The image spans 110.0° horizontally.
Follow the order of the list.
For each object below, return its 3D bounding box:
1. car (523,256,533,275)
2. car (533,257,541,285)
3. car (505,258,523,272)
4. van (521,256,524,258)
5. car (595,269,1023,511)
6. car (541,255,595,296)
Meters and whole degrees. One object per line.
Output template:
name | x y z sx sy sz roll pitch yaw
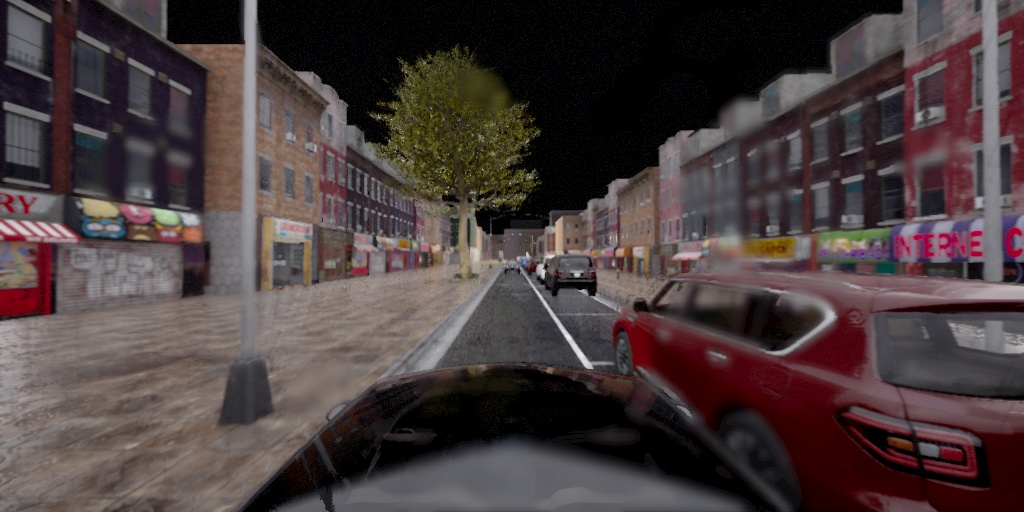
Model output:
car | 2.634 1.011 37.176 2.192 1.841 5.009 0 0 0
car | 2.978 0.942 26.104 2.150 2.045 5.566 0 0 0
car | 0.058 1.234 43.557 2.033 1.411 5.357 0 0 0
van | 2.632 1.011 53.799 1.690 1.789 3.998 0 0 0
car | 2.639 1.062 3.931 2.192 1.841 5.009 0 0 0
car | 2.979 0.953 19.104 2.150 2.045 5.566 0 0 0
